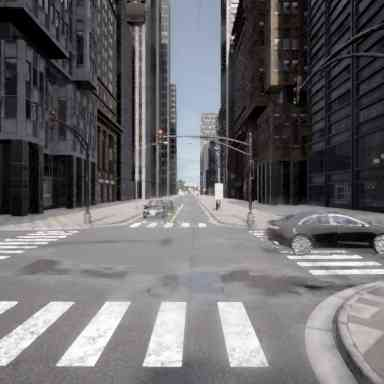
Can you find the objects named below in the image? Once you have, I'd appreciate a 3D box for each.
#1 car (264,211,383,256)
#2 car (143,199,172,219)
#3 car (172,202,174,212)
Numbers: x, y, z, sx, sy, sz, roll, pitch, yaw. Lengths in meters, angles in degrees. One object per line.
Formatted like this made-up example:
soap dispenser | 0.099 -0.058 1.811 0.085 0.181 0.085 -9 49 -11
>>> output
car | 5.208 1.474 12.474 4.902 1.511 2.128 0 0 0
car | -3.176 1.500 29.438 2.128 1.511 4.902 0 0 0
car | -3.204 1.578 39.504 1.994 1.385 4.181 0 0 -1
